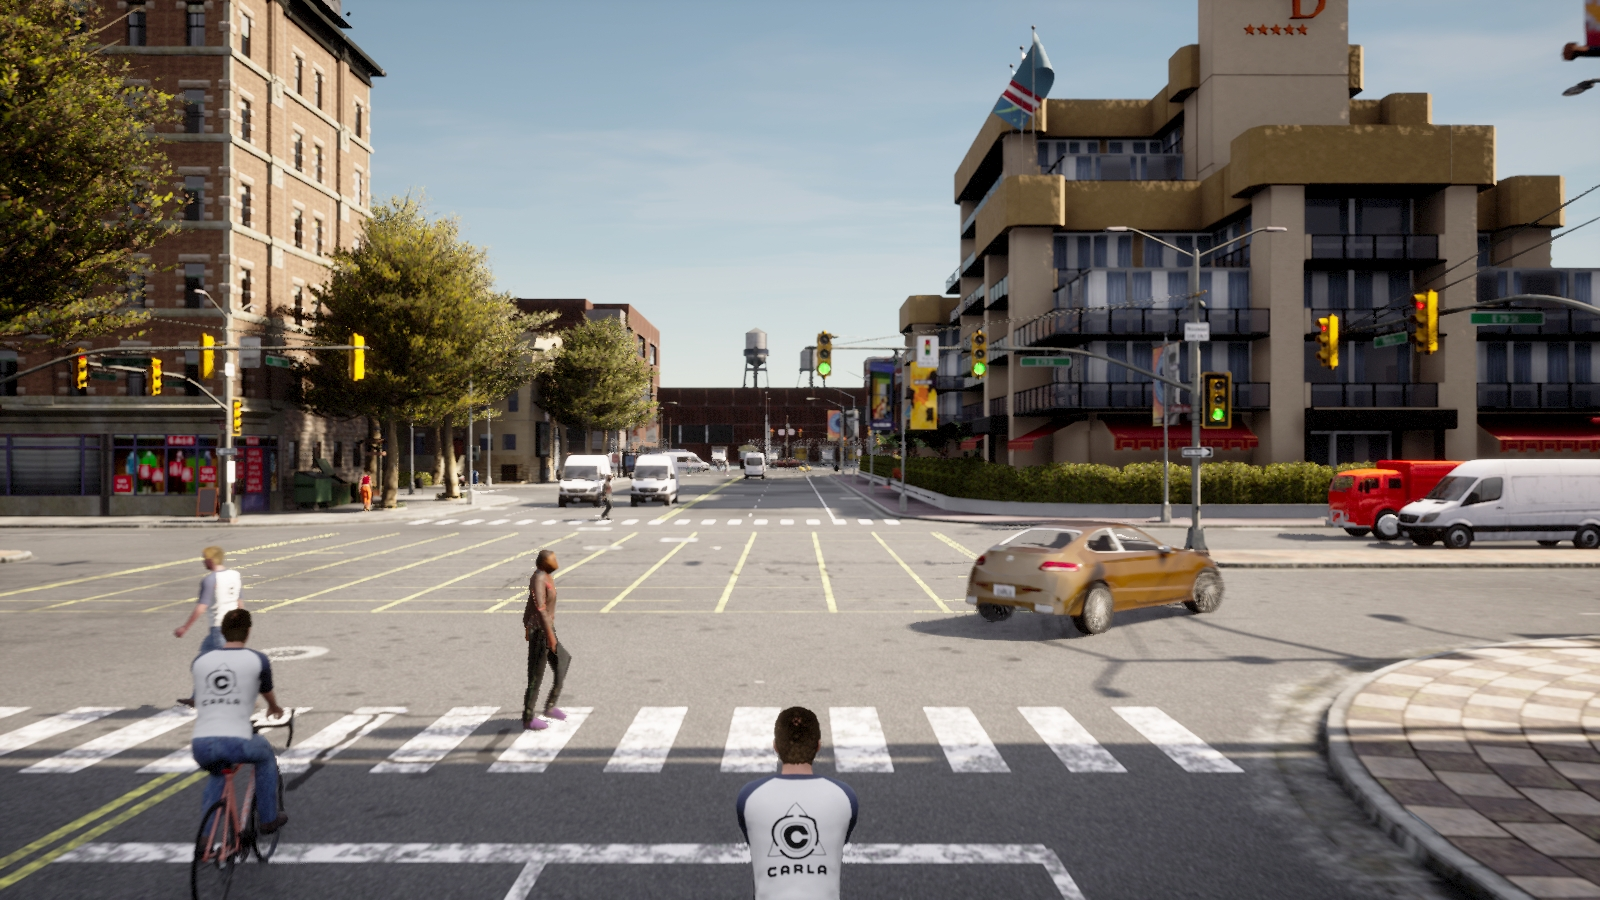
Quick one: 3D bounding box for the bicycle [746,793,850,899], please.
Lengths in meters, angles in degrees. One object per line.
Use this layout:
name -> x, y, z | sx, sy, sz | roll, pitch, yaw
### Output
bicycle -> -0.012, 2.208, 4.558 | 0.373, 1.196, 1.643 | 0, -1, 0

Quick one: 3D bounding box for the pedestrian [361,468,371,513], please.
pedestrian -> -18.390, 1.714, 48.421 | 0.375, 1.860, 0.375 | 0, 0, -21

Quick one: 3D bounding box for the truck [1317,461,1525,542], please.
truck -> 19.659, 1.581, 36.387 | 5.204, 2.467, 2.627 | 0, 0, -1

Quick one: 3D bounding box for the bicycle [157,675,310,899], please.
bicycle -> -3.593, 2.209, 7.366 | 0.373, 1.196, 1.643 | 0, 0, -8

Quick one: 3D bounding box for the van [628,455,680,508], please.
van -> -7.462, 1.556, 59.080 | 1.988, 2.561, 5.915 | 0, 0, 0

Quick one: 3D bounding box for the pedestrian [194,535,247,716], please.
pedestrian -> -6.165, 1.853, 12.164 | 0.375, 1.860, 0.375 | 0, 0, 2

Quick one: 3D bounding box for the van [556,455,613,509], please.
van -> -10.929, 1.556, 58.262 | 1.988, 2.561, 5.915 | 0, 0, -2

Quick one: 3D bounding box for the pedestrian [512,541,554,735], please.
pedestrian -> -2.657, 1.854, 11.382 | 0.375, 1.860, 0.375 | 0, 0, -8

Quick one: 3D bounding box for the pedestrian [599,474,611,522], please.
pedestrian -> -7.664, 1.866, 44.880 | 0.375, 1.860, 0.375 | 0, 0, 10

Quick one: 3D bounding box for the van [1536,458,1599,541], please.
van -> 27.019, 1.548, 36.373 | 5.915, 2.561, 1.988 | 0, 0, 0

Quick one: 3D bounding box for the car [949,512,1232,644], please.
car -> 4.962, 1.999, 19.083 | 5.027, 1.651, 2.152 | 0, 0, -42

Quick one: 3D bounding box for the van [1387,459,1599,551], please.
van -> 20.352, 1.546, 32.883 | 5.915, 2.561, 1.988 | 0, 0, 0
